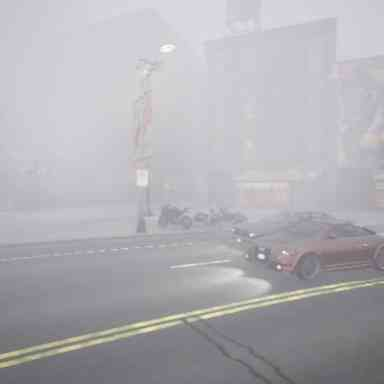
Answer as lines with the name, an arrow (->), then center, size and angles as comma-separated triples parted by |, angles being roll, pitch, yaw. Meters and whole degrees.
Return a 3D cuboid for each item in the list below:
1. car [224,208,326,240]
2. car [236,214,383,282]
car -> 4.280, 1.458, 13.656 | 5.357, 1.411, 2.033 | 0, 0, -21
car -> 3.661, 1.504, 9.484 | 4.181, 1.385, 1.994 | 0, 0, -23
